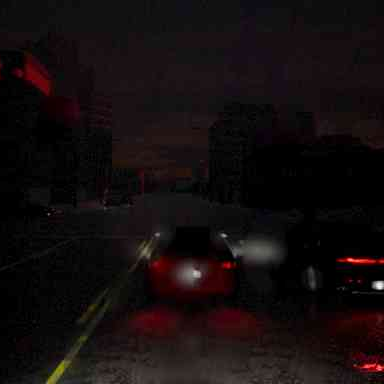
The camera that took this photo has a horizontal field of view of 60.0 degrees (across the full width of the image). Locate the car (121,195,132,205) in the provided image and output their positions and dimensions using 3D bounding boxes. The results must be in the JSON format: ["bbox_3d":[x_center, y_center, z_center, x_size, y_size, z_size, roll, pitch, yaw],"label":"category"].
[{"bbox_3d":[-13.757,1.683,68.922,2.150,2.045,5.566,0,-1,-4],"label":"car"}]

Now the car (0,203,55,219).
[{"bbox_3d":[-14.127,1.561,27.867,4.718,1.301,1.895,0,0,5],"label":"car"}]

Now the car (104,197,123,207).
[{"bbox_3d":[-12.882,1.750,53.572,1.895,1.301,4.718,0,-1,-3],"label":"car"}]

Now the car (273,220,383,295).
[{"bbox_3d":[3.483,1.484,8.629,1.837,1.490,4.892,0,0,-1],"label":"car"}]

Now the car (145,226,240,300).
[{"bbox_3d":[-0.012,1.544,8.393,1.994,1.385,4.181,0,0,-1],"label":"car"}]
